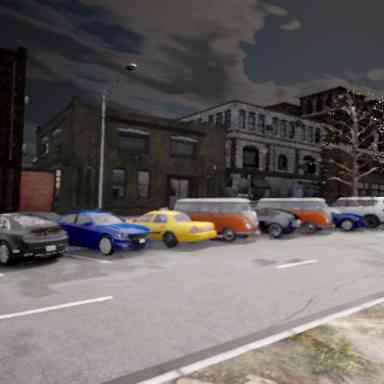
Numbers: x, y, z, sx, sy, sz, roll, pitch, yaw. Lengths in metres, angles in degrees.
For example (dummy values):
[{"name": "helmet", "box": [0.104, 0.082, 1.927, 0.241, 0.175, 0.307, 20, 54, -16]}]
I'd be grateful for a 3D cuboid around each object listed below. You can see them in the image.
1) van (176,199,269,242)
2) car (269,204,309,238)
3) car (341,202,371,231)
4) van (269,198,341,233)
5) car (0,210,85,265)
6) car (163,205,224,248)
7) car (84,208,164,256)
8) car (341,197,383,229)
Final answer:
[{"name": "van", "box": [1.245, 1.321, 16.637, 4.442, 1.987, 1.878, -1, -1, 35]}, {"name": "car", "box": [3.606, 1.604, 18.418, 4.792, 1.488, 2.163, -1, -1, 35]}, {"name": "car", "box": [8.600, 1.625, 21.802, 5.008, 1.535, 2.097, -1, -1, 36]}, {"name": "van", "box": [6.215, 1.373, 20.043, 4.442, 1.987, 1.878, -1, -1, 36]}, {"name": "car", "box": [-6.275, 1.471, 11.529, 4.892, 1.521, 2.231, -1, -1, 35]}, {"name": "car", "box": [-1.488, 1.521, 15.091, 5.366, 1.575, 1.946, -1, -1, 35]}, {"name": "car", "box": [-3.814, 1.496, 13.279, 5.008, 1.535, 2.097, -1, -1, 35]}, {"name": "car", "box": [11.059, 1.399, 23.510, 5.566, 2.045, 2.435, -1, -1, 36]}]
